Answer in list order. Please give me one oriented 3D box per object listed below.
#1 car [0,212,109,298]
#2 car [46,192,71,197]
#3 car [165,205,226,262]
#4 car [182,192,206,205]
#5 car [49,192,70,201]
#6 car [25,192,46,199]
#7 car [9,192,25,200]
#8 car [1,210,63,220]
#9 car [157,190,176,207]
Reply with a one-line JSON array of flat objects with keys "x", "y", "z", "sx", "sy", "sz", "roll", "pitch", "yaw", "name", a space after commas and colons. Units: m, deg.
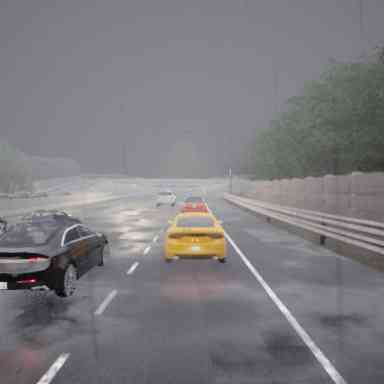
[{"x": -3.494, "y": 1.491, "z": 8.479, "sx": 2.128, "sy": 1.511, "sz": 4.902, "roll": 0, "pitch": 0, "yaw": 0, "name": "car"}, {"x": -20.774, "y": 0.750, "z": 52.834, "sx": 2.097, "sy": 1.767, "sz": 4.553, "roll": 0, "pitch": 1, "yaw": 1, "name": "car"}, {"x": 0.116, "y": 1.471, "z": 12.055, "sx": 1.882, "sy": 1.535, "sz": 5.008, "roll": 0, "pitch": 0, "yaw": 0, "name": "car"}, {"x": 0.193, "y": 1.192, "z": 30.053, "sx": 2.097, "sy": 1.767, "sz": 4.553, "roll": 0, "pitch": 1, "yaw": 0, "name": "car"}, {"x": -24.144, "y": 0.809, "z": 60.840, "sx": 1.837, "sy": 1.490, "sz": 4.892, "roll": 0, "pitch": 1, "yaw": 1, "name": "car"}, {"x": -27.639, "y": 0.730, "z": 60.438, "sx": 1.837, "sy": 1.490, "sz": 4.892, "roll": 0, "pitch": 2, "yaw": 1, "name": "car"}, {"x": -31.132, "y": 0.755, "z": 60.652, "sx": 2.033, "sy": 1.411, "sz": 5.357, "roll": 0, "pitch": 1, "yaw": 1, "name": "car"}, {"x": -6.874, "y": 1.542, "z": 15.995, "sx": 1.994, "sy": 1.385, "sz": 4.181, "roll": 0, "pitch": 0, "yaw": 0, "name": "car"}, {"x": -3.309, "y": 0.809, "z": 43.651, "sx": 2.150, "sy": 2.045, "sz": 5.566, "roll": 0, "pitch": 1, "yaw": 1, "name": "car"}]
